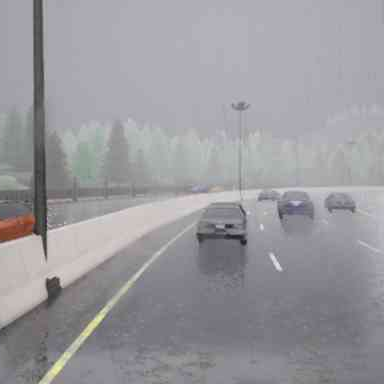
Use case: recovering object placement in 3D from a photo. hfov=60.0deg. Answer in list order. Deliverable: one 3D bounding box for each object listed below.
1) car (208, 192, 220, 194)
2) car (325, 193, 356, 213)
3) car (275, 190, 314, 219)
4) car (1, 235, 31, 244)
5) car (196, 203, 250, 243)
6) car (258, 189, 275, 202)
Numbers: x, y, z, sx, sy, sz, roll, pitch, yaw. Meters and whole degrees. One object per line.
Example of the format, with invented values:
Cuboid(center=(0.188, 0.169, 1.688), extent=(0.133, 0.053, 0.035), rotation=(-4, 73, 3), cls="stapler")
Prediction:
Cuboid(center=(4.074, -0.037, 52.251), extent=(1.882, 1.535, 5.008), rotation=(1, 2, 30), cls="car")
Cuboid(center=(11.509, 0.779, 25.985), extent=(2.033, 1.411, 5.357), rotation=(1, 2, 18), cls="car")
Cuboid(center=(6.757, 0.701, 21.946), extent=(2.097, 1.767, 4.553), rotation=(1, 2, 14), cls="car")
Cuboid(center=(-6.344, 1.054, 9.723), extent=(2.097, 1.767, 4.553), rotation=(0, 2, 7), cls="car")
Cuboid(center=(1.362, 1.138, 13.660), extent=(2.033, 1.411, 5.357), rotation=(0, 2, 9), cls="car")
Cuboid(center=(9.094, 0.396, 38.861), extent=(2.033, 1.411, 5.357), rotation=(1, 2, 25), cls="car")
